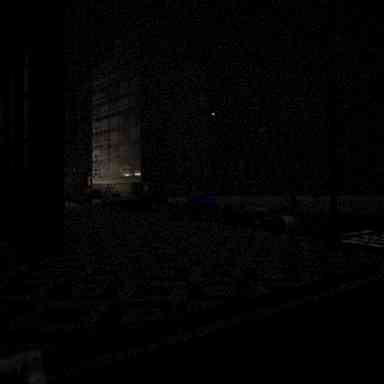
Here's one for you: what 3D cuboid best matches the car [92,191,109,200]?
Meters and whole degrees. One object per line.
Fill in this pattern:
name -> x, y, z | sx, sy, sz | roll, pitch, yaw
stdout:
car -> -17.981, 0.680, 65.224 | 1.967, 1.590, 4.097 | 1, 0, -35

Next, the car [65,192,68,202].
car -> -18.589, 0.902, 51.390 | 2.008, 1.369, 4.403 | 1, 0, -35

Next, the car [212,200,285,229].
car -> 3.594, 1.393, 20.274 | 2.008, 1.369, 4.403 | 1, 0, -35

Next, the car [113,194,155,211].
car -> -5.912, 1.166, 33.609 | 1.887, 1.381, 4.507 | 1, 0, -35

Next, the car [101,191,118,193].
car -> -12.499, 0.909, 53.088 | 1.812, 1.442, 4.674 | 0, 1, -36

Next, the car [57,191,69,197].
car -> -33.829, 0.538, 87.451 | 1.887, 1.381, 4.507 | 1, 0, -35

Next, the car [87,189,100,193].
car -> -18.436, 0.489, 61.426 | 2.150, 2.045, 5.566 | 0, 1, -35

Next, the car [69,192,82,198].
car -> -27.491, 0.665, 78.560 | 1.802, 1.307, 4.206 | 1, 0, -35

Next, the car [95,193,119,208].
car -> -9.081, 1.101, 38.054 | 2.008, 1.369, 4.403 | 1, 0, -35

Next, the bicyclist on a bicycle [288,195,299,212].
bicyclist on a bicycle -> 9.623, 1.077, 31.601 | 1.656, 1.620, 0.582 | 0, 1, -35

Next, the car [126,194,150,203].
car -> -8.474, 0.977, 51.888 | 2.008, 1.369, 4.403 | 1, 0, -35

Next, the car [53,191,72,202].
car -> -21.756, 0.729, 55.835 | 1.967, 1.590, 4.097 | 1, 0, -35

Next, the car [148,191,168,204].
car -> -5.301, 0.808, 47.441 | 2.192, 1.841, 5.009 | 1, 0, -35

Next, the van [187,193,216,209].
van -> 1.038, 0.972, 38.550 | 1.690, 1.788, 3.998 | 1, 0, -35

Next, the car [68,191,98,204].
car -> -15.420, 0.967, 46.945 | 2.008, 1.369, 4.403 | 1, 0, -35
